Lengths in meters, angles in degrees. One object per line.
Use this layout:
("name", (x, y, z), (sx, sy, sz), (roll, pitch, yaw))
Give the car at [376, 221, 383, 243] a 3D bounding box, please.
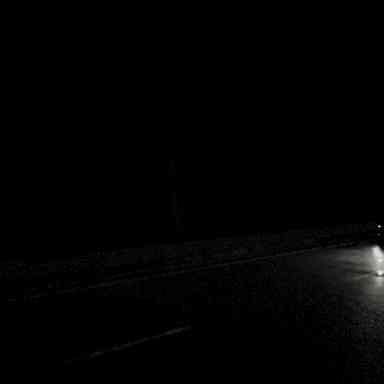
("car", (10.118, 1.475, 14.897), (4.902, 1.511, 2.128), (0, 0, -35))
